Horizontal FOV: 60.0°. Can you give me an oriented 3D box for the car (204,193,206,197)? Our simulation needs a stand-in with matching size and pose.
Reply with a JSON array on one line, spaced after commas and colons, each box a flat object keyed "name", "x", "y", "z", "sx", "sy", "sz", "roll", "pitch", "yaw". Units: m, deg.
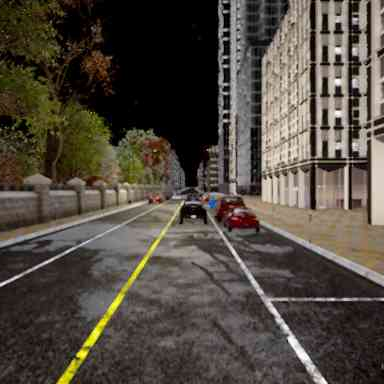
[{"name": "car", "x": 2.696, "y": 1.022, "z": 52.634, "sx": 1.967, "sy": 1.590, "sz": 4.097, "roll": 1, "pitch": 1, "yaw": 0}]

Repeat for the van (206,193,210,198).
[{"name": "van", "x": 2.698, "y": 1.068, "z": 35.589, "sx": 1.690, "sy": 1.788, "sz": 3.998, "roll": 1, "pitch": 0, "yaw": 0}]

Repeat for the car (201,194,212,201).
[{"name": "car", "x": 2.694, "y": 1.045, "z": 63.995, "sx": 1.947, "sy": 1.339, "sz": 4.313, "roll": 1, "pitch": 1, "yaw": 0}]

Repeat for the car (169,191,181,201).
[{"name": "car", "x": -3.014, "y": 1.064, "z": 65.453, "sx": 1.895, "sy": 1.301, "sz": 4.718, "roll": 0, "pitch": 1, "yaw": 0}]

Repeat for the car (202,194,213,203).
[{"name": "car", "x": 2.695, "y": 1.055, "z": 58.485, "sx": 1.752, "sy": 1.417, "sz": 4.829, "roll": 1, "pitch": 1, "yaw": 0}]

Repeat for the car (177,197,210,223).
[{"name": "car", "x": 0.100, "y": 1.327, "z": 23.646, "sx": 1.837, "sy": 1.490, "sz": 4.892, "roll": 0, "pitch": 0, "yaw": 0}]

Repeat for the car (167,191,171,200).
[{"name": "car", "x": -5.683, "y": 0.742, "z": 69.721, "sx": 2.192, "sy": 1.841, "sz": 5.009, "roll": 1, "pitch": 1, "yaw": 0}]

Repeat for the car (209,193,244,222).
[{"name": "car", "x": 2.698, "y": 1.135, "z": 24.228, "sx": 2.192, "sy": 1.841, "sz": 5.009, "roll": 0, "pitch": 0, "yaw": 0}]

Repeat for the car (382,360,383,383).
[{"name": "car", "x": 2.697, "y": 1.539, "z": 1.506, "sx": 2.008, "sy": 1.369, "sz": 4.403, "roll": 0, "pitch": 0, "yaw": 0}]

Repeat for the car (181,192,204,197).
[{"name": "car", "x": 0.099, "y": 1.034, "z": 40.840, "sx": 2.097, "sy": 1.767, "sz": 4.553, "roll": 0, "pitch": 0, "yaw": 0}]

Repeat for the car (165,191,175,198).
[{"name": "car", "x": -5.683, "y": 0.583, "z": 86.038, "sx": 2.192, "sy": 1.841, "sz": 5.009, "roll": 1, "pitch": 1, "yaw": 0}]

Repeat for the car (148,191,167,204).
[{"name": "car", "x": -5.683, "y": 0.897, "z": 52.674, "sx": 2.192, "sy": 1.841, "sz": 5.009, "roll": 1, "pitch": 0, "yaw": 0}]

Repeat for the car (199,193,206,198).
[{"name": "car", "x": 2.694, "y": 0.850, "z": 85.982, "sx": 1.802, "sy": 1.307, "sz": 4.206, "roll": 1, "pitch": 1, "yaw": 0}]

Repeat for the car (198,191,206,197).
[{"name": "car", "x": 2.695, "y": 0.652, "z": 91.597, "sx": 1.967, "sy": 1.590, "sz": 4.097, "roll": 1, "pitch": 1, "yaw": 0}]

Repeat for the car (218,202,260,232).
[{"name": "car", "x": 2.696, "y": 1.446, "z": 18.547, "sx": 1.802, "sy": 1.307, "sz": 4.206, "roll": 0, "pitch": 0, "yaw": 0}]
